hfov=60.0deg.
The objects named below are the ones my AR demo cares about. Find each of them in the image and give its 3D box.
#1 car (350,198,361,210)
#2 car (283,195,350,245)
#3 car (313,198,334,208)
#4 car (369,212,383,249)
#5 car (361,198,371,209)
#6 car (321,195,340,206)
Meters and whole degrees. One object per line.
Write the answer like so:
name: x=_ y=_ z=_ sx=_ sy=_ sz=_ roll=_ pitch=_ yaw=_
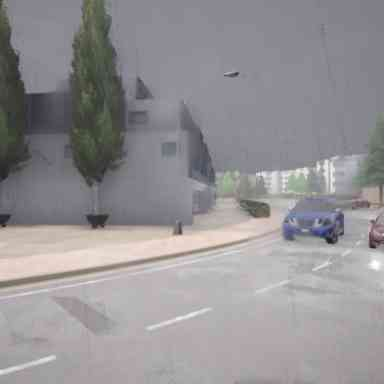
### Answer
car: x=20.788 y=1.744 z=45.566 sx=2.033 sy=1.411 sz=5.357 roll=0 pitch=0 yaw=7
car: x=6.270 y=1.303 z=16.636 sx=2.150 sy=2.045 sz=5.566 roll=0 pitch=0 yaw=31
car: x=22.099 y=1.809 z=56.069 sx=2.033 sy=1.411 sz=5.357 roll=0 pitch=0 yaw=7
car: x=8.803 y=1.576 z=14.306 sx=1.812 sy=1.442 sz=4.674 roll=0 pitch=0 yaw=32
car: x=24.805 y=1.677 z=49.495 sx=1.882 sy=1.535 sz=5.008 roll=0 pitch=0 yaw=7
car: x=26.619 y=1.515 z=64.024 sx=2.150 sy=2.045 sz=5.566 roll=0 pitch=0 yaw=9
